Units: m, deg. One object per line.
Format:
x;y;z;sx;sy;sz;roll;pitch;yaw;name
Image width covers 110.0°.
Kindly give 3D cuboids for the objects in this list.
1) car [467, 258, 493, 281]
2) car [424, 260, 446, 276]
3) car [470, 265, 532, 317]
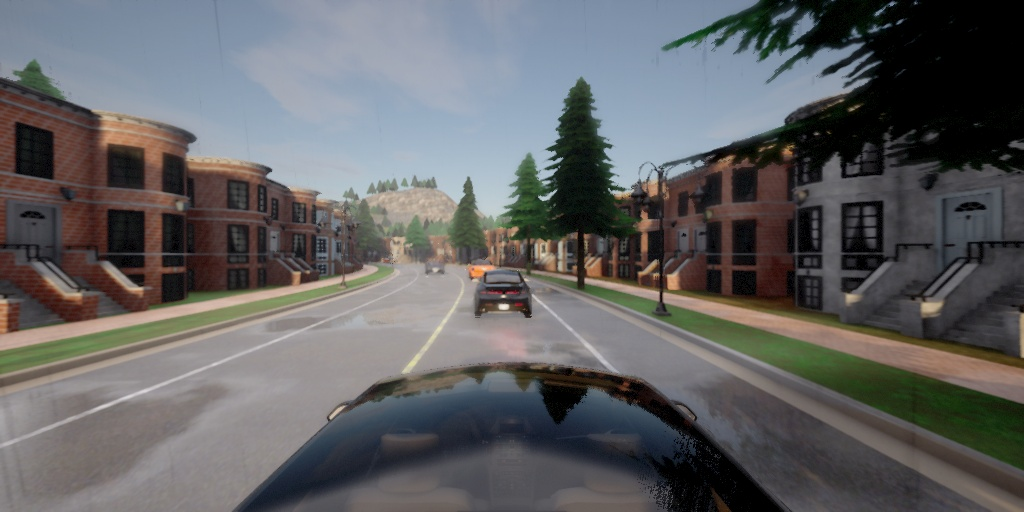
-2.572;1.059;29.593;2.097;1.767;4.553;0;0;-10;car
-8.005;1.188;37.067;2.128;1.511;4.902;0;0;-15;car
-0.388;1.239;13.006;1.837;1.490;4.892;0;0;-4;car
